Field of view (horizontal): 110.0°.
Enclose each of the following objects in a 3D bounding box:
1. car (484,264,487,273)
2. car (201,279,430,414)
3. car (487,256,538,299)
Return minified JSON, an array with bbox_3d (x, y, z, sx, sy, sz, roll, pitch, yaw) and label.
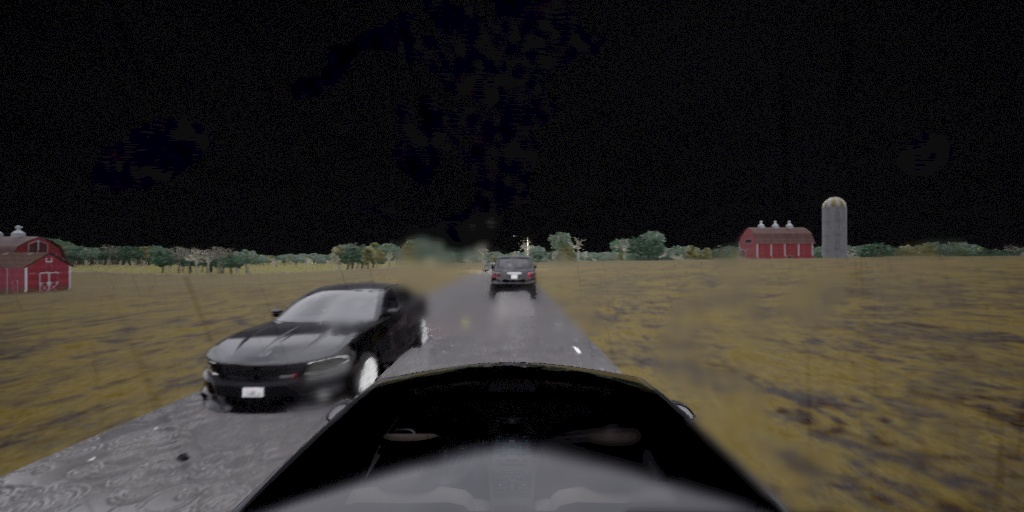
[{"bbox_3d":[-2.746,1.596,49.473,1.994,1.385,4.181,0,0,0],"label":"car"},{"bbox_3d":[-2.851,1.228,6.444,1.882,1.535,5.008,0,0,0],"label":"car"},{"bbox_3d":[0.101,1.003,18.188,2.150,2.045,5.566,0,0,0],"label":"car"}]
